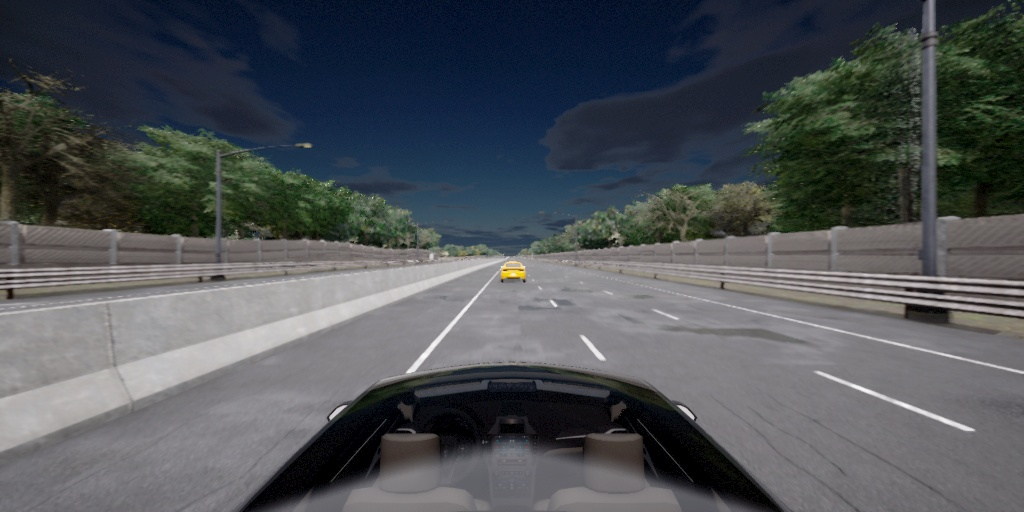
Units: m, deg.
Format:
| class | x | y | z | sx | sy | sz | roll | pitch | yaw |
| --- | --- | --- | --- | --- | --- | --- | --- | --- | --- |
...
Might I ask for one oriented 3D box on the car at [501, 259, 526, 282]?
| class | x | y | z | sx | sy | sz | roll | pitch | yaw |
| --- | --- | --- | --- | --- | --- | --- | --- | --- | --- |
| car | 0.098 | 1.236 | 29.235 | 1.882 | 1.535 | 5.008 | 0 | 0 | 0 |
